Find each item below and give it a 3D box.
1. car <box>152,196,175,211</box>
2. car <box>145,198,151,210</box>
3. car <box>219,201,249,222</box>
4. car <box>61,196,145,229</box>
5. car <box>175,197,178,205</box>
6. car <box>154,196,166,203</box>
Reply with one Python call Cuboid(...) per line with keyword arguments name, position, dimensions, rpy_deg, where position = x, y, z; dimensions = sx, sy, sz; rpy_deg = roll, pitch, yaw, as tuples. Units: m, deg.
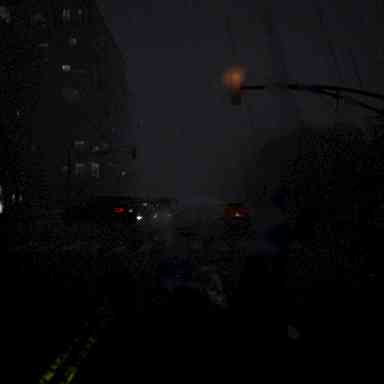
Cuboid(name="car", position=(-3.428, 1.517, 40.744), dimensions=(1.837, 1.490, 4.892), rpy_deg=(0, 0, 0))
Cuboid(name="car", position=(-6.678, 1.504, 40.746), dimensions=(2.128, 1.511, 4.902), rpy_deg=(0, 0, 0))
Cuboid(name="car", position=(3.292, 1.485, 26.551), dimensions=(1.882, 1.535, 5.008), rpy_deg=(0, 0, 0))
Cuboid(name="car", position=(-6.225, 1.291, 22.277), dimensions=(5.566, 2.045, 2.150), rpy_deg=(0, -1, 29))
Cuboid(name="car", position=(-3.442, 1.517, 57.709), dimensions=(2.128, 1.511, 4.902), rpy_deg=(0, 0, 0))
Cuboid(name="car", position=(-6.640, 1.566, 70.516), dimensions=(2.033, 1.411, 5.357), rpy_deg=(0, 0, 0))
